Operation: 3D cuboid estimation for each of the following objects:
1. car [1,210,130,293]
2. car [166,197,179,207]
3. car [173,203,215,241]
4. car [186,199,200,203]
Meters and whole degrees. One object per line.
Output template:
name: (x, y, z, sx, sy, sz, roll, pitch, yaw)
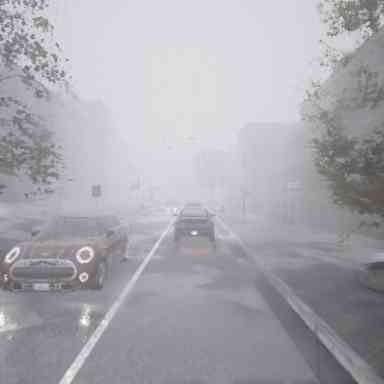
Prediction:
car: (-3.095, 1.358, 9.081, 2.097, 1.767, 4.553, 0, 0, 0)
car: (-3.105, 1.509, 52.621, 2.128, 1.511, 4.902, 0, 0, 0)
car: (0.107, 1.515, 16.799, 1.837, 1.490, 4.892, 0, 0, 0)
car: (0.120, 1.526, 34.876, 1.837, 1.490, 4.892, 0, 0, 0)
